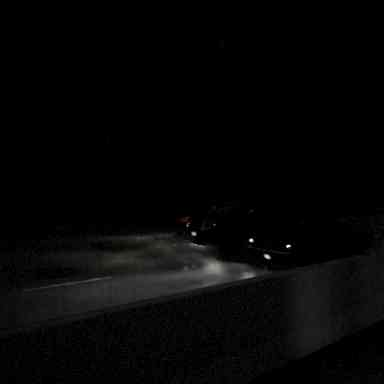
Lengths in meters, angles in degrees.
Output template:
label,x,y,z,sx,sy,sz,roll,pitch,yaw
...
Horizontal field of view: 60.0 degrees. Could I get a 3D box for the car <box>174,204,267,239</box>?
label,x,y,z,sx,sy,sz,roll,pitch,yaw
car,1.638,1.501,18.060,5.008,1.535,1.882,0,0,-36

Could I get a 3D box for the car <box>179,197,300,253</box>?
label,x,y,z,sx,sy,sz,roll,pitch,yaw
car,2.321,1.240,14.246,5.566,2.045,2.150,0,0,-36

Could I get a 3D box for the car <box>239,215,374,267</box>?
label,x,y,z,sx,sy,sz,roll,pitch,yaw
car,4.040,1.618,11.173,4.718,1.301,1.895,0,0,-36
